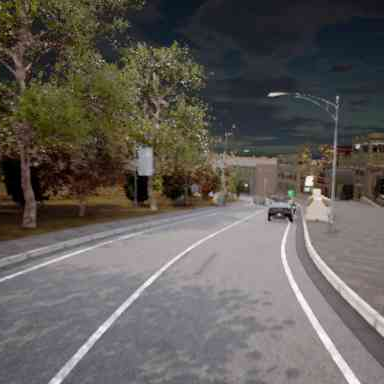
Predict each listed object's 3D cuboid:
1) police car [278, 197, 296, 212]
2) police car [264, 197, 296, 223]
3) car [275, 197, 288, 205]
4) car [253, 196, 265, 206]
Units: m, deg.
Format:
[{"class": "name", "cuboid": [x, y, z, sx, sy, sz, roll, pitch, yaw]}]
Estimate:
[{"class": "police car", "cuboid": [12.223, 1.532, 42.617, 1.930, 1.638, 5.238, 2, 1, 18]}, {"class": "police car", "cuboid": [7.324, 1.502, 27.303, 1.930, 1.638, 5.238, 2, 1, 18]}, {"class": "car", "cuboid": [16.913, 1.630, 63.113, 1.994, 1.385, 4.181, 2, 0, 11]}, {"class": "car", "cuboid": [11.124, 1.462, 54.797, 1.837, 1.490, 4.892, 2, 1, 16]}]
